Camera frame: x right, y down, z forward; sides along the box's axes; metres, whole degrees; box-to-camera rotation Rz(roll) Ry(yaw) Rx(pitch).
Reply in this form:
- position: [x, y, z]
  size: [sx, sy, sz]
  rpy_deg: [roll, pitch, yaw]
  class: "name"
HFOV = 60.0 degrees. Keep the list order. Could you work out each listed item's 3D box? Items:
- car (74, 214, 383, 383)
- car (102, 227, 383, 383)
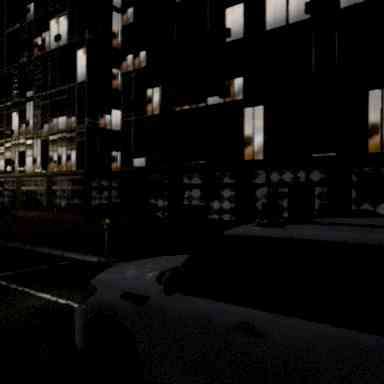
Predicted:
- position: [1.146, 1.246, 3.219]
  size: [5.566, 2.045, 2.150]
  rpy_deg: [0, 0, 39]
  class: "car"
- position: [0.670, 1.560, 6.023]
  size: [4.829, 1.417, 1.752]
  rpy_deg: [0, 0, 35]
  class: "car"
